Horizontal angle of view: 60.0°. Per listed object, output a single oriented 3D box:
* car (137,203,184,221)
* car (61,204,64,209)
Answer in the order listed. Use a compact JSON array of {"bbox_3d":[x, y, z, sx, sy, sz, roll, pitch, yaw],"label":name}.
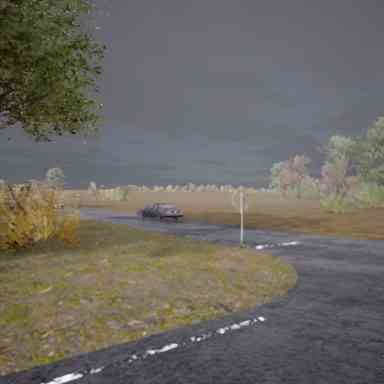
[{"bbox_3d":[-2.836,1.674,28.903,2.033,1.411,5.357,1,-1,-37],"label":"car"},{"bbox_3d":[-19.617,1.708,47.202,1.895,1.301,4.718,1,-1,-36],"label":"car"}]
